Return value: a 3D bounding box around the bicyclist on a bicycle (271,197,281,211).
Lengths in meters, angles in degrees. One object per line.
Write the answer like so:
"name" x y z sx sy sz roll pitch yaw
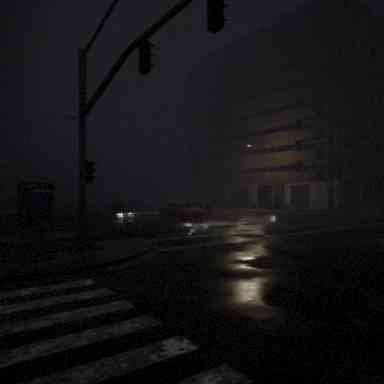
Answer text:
"bicyclist on a bicycle" 9.581 1.357 37.940 1.656 1.620 0.582 0 0 -36

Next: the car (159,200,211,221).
"car" -0.906 1.533 27.755 1.882 1.535 5.008 0 0 -36

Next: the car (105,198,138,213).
"car" -8.304 1.617 37.873 1.994 1.385 4.181 0 0 -36

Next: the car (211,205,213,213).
"car" 0.028 1.546 32.716 2.128 1.511 4.902 0 0 -36

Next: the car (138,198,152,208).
"car" -7.889 1.602 49.259 2.033 1.411 5.357 0 0 -36
